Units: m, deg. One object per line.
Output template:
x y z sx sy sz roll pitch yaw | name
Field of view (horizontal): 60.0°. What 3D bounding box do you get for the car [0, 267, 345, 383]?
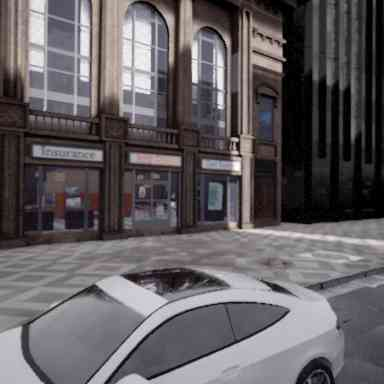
-0.428 1.537 3.066 4.674 1.442 1.812 0 0 -35 | car
